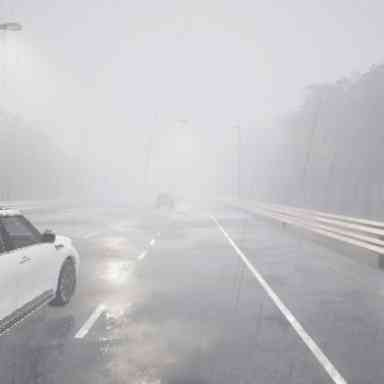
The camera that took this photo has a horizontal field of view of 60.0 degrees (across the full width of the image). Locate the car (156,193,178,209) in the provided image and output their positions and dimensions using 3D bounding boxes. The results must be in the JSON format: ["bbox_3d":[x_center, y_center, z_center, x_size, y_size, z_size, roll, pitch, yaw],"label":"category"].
[{"bbox_3d":[-3.415,1.146,43.488,2.150,2.045,5.566,0,0,0],"label":"car"}]

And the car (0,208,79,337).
[{"bbox_3d":[-3.501,1.213,4.794,2.150,2.045,5.566,0,0,0],"label":"car"}]

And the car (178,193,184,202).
[{"bbox_3d":[-3.320,1.424,72.572,1.994,1.385,4.181,0,0,0],"label":"car"}]
